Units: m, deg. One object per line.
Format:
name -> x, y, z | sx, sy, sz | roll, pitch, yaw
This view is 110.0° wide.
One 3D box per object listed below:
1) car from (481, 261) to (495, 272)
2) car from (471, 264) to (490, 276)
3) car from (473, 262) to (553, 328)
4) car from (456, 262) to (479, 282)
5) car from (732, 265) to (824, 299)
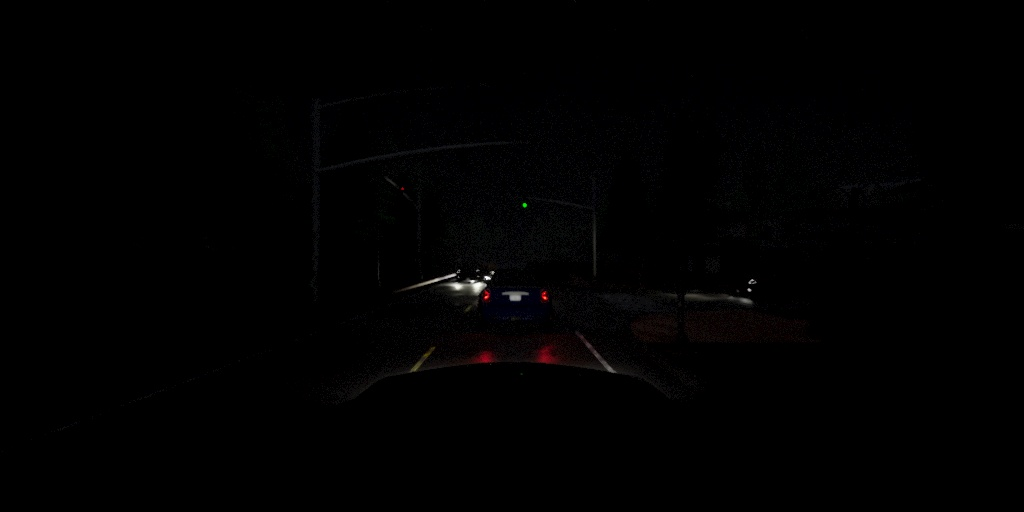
car -> -3.588, 1.579, 54.725 | 1.882, 1.535, 5.008 | 0, -1, 0
car -> -3.614, 1.617, 41.810 | 1.895, 1.301, 4.718 | 0, 0, 0
car -> 0.095, 1.171, 11.769 | 2.097, 1.767, 4.553 | 0, -1, 0
car -> -3.612, 1.301, 31.627 | 2.097, 1.767, 4.553 | 0, 0, 0
car -> 14.858, 1.379, 19.867 | 4.553, 1.767, 2.097 | 0, 0, 5
